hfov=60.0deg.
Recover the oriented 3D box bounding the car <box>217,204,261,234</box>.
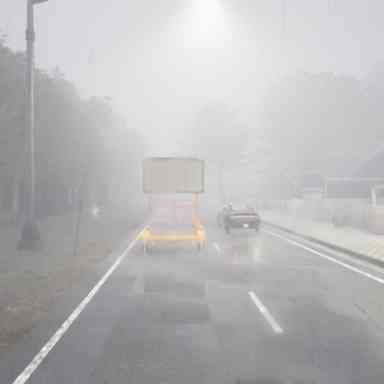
[{"bbox_3d":[2.583,1.464,19.180,2.128,1.511,4.902,0,0,-3],"label":"car"}]

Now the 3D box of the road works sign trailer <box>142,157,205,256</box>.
[{"bbox_3d":[-0.722,0.446,13.140,2.380,3.560,2.880,0,0,-3],"label":"road works sign trailer"}]
